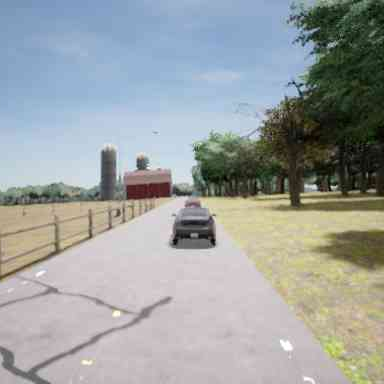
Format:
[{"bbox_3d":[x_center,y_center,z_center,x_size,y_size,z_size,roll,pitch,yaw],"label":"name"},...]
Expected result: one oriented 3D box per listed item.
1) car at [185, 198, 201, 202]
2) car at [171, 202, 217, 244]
[{"bbox_3d":[0.100,1.371,38.004,1.812,1.442,4.674,0,0,0],"label":"car"},{"bbox_3d":[0.097,1.448,15.584,1.837,1.490,4.892,0,0,0],"label":"car"}]
